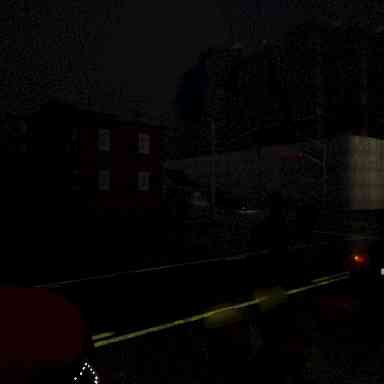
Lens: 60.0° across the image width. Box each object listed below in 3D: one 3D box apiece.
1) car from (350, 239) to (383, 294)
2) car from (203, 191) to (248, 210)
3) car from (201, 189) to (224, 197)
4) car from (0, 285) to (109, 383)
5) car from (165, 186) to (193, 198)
[{"bbox_3d":[5.545,1.562,7.712,4.181,1.385,1.994,0,0,-35],"label":"car"},{"bbox_3d":[3.953,1.100,37.571,2.033,1.411,5.357,0,5,-36],"label":"car"},{"bbox_3d":[3.236,0.341,44.932,2.128,1.511,4.902,0,8,-36],"label":"car"},{"bbox_3d":[-3.185,1.222,1.494,5.566,2.045,2.150,0,0,-35],"label":"car"},{"bbox_3d":[-1.797,-0.081,45.618,1.895,1.301,4.718,0,9,-36],"label":"car"}]
